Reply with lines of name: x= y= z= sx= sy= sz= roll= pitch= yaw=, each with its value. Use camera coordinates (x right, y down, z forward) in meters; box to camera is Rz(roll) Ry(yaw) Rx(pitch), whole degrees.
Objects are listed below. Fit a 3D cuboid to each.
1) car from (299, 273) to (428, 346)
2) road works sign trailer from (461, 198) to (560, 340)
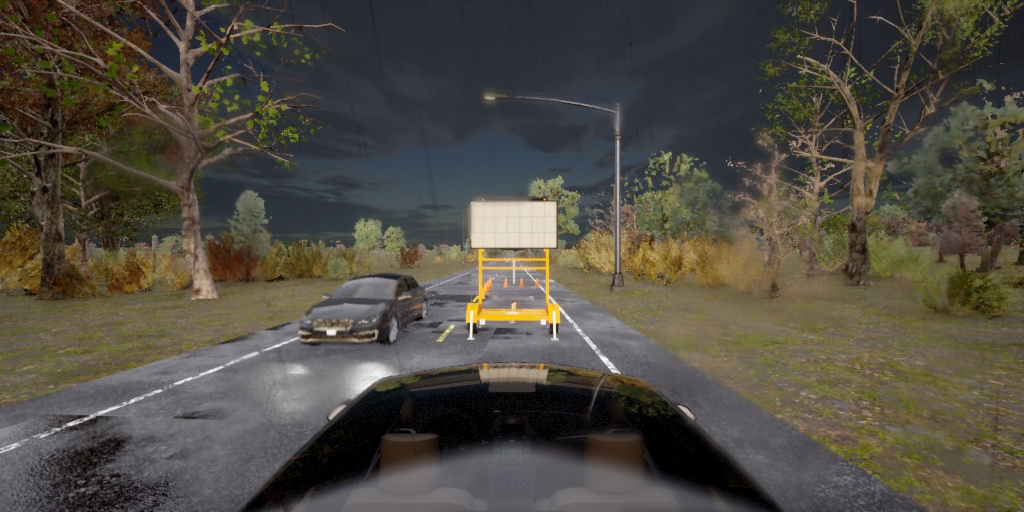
car: x=-3.552 y=1.252 z=9.498 sx=1.837 sy=1.490 sz=4.892 roll=0 pitch=0 yaw=0
road works sign trailer: x=0.055 y=0.211 z=9.930 sx=2.380 sy=3.560 sz=2.880 roll=0 pitch=0 yaw=2
